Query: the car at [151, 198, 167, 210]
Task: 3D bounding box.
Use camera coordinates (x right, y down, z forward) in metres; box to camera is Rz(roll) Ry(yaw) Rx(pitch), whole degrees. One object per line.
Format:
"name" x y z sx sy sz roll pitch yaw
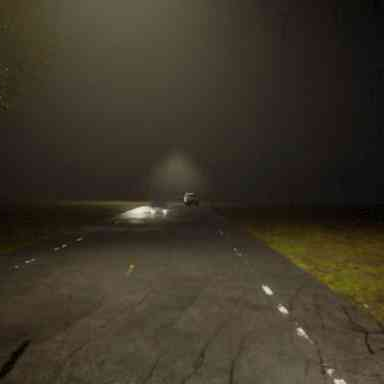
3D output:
"car" -4.305 1.481 44.154 1.882 1.535 5.008 0 0 -2

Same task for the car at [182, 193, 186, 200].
"car" -0.345 1.249 62.142 2.150 2.045 5.566 0 0 -3

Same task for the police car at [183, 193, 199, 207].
"police car" 0.059 1.433 52.204 1.930 1.638 5.238 0 0 -2

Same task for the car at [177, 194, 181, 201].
"car" -2.691 1.564 86.826 1.994 1.385 4.181 0 0 -4
